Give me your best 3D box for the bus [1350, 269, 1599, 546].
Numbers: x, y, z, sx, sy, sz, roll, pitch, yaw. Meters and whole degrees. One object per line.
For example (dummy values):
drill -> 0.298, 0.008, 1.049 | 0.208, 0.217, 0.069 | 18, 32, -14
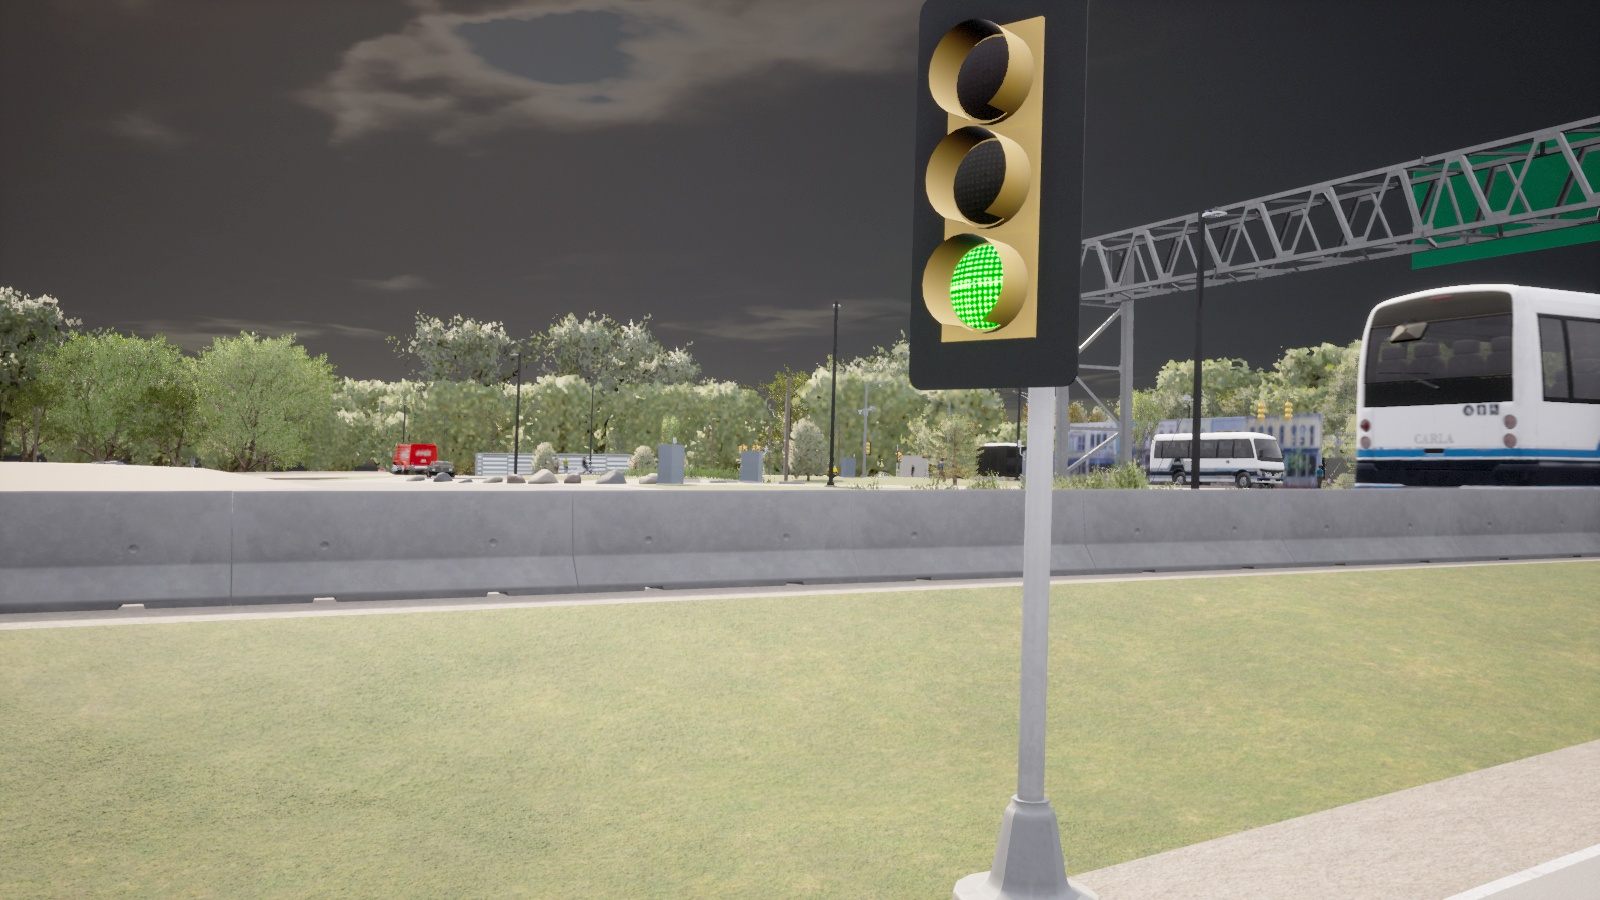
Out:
bus -> 15.459, -0.589, 23.314 | 10.273, 4.253, 3.944 | 1, -1, -26

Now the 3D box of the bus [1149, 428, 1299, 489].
bus -> 31.521, 0.706, 93.858 | 3.944, 4.253, 10.273 | 3, -2, -34

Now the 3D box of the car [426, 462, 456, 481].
car -> -26.607, 1.584, 93.042 | 1.895, 1.301, 4.718 | 2, -1, -18
